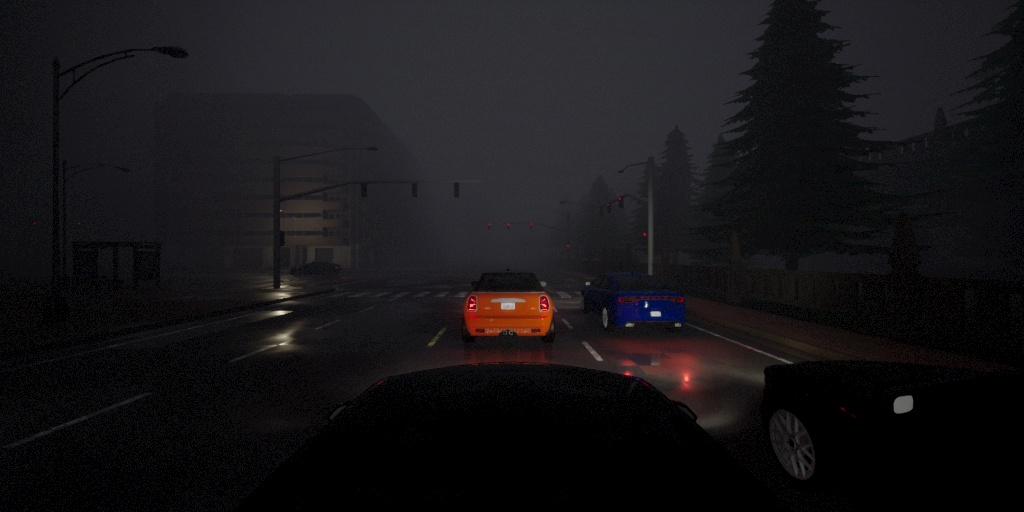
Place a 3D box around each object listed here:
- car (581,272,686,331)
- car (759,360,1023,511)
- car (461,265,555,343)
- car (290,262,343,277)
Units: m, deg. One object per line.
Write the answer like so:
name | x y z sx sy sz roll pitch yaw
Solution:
car | 3.416 1.228 11.023 1.882 1.535 5.008 0 0 0
car | 3.288 1.228 1.497 1.882 1.535 5.008 0 0 3
car | -0.083 1.102 9.878 2.097 1.767 4.553 0 0 0
car | -19.521 1.310 35.869 4.892 1.490 1.837 0 0 0
